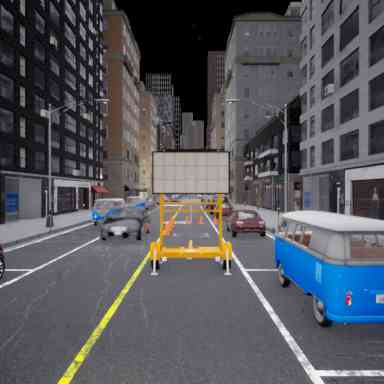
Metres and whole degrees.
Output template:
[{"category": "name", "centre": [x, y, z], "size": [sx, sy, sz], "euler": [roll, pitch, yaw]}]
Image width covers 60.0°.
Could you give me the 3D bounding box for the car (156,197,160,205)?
[{"category": "car", "centre": [-5.797, 1.585, 45.241], "size": [1.802, 1.307, 4.206], "euler": [0, 0, 0]}]

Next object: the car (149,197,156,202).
[{"category": "car", "centre": [-5.781, 1.568, 39.739], "size": [1.947, 1.339, 4.313], "euler": [0, 0, 0]}]

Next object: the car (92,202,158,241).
[{"category": "car", "centre": [-3.146, 1.491, 16.594], "size": [2.128, 1.511, 4.902], "euler": [0, 0, 0]}]

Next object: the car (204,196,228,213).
[{"category": "car", "centre": [2.759, 1.316, 34.262], "size": [2.192, 1.841, 5.009], "euler": [0, 0, 0]}]

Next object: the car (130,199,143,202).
[{"category": "car", "centre": [-5.750, 1.551, 28.736], "size": [2.008, 1.369, 4.403], "euler": [0, 0, 0]}]

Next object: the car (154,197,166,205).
[{"category": "car", "centre": [-5.844, 1.592, 61.744], "size": [1.802, 1.307, 4.206], "euler": [0, 0, 0]}]

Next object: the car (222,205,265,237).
[{"category": "car", "centre": [2.806, 1.581, 17.758], "size": [1.802, 1.307, 4.206], "euler": [0, 0, 0]}]

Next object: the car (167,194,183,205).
[{"category": "car", "centre": [-3.165, 1.573, 58.928], "size": [1.994, 1.385, 4.181], "euler": [0, 0, 0]}]

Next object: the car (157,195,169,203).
[{"category": "car", "centre": [-5.860, 1.452, 67.246], "size": [1.967, 1.590, 4.097], "euler": [0, 0, 0]}]

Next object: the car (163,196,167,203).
[{"category": "car", "centre": [-5.828, 1.573, 56.243], "size": [1.947, 1.339, 4.313], "euler": [0, 0, 0]}]

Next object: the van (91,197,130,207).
[{"category": "van", "centre": [-5.735, 1.341, 23.236], "size": [1.690, 1.788, 3.998], "euler": [0, 0, 0]}]

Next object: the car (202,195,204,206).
[{"category": "car", "centre": [2.728, 1.443, 45.265], "size": [1.967, 1.590, 4.097], "euler": [0, 0, 0]}]

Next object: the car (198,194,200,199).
[{"category": "car", "centre": [2.666, 1.578, 67.270], "size": [1.947, 1.339, 4.313], "euler": [0, 0, 0]}]

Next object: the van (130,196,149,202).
[{"category": "van", "centre": [-5.766, 1.342, 34.238], "size": [1.690, 1.788, 3.998], "euler": [0, 0, 0]}]

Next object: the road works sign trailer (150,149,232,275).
[{"category": "road works sign trailer", "centre": [-0.029, 0.464, 10.425], "size": [2.380, 3.560, 2.880], "euler": [0, 0, 0]}]

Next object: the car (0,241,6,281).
[{"category": "car", "centre": [-5.688, 1.440, 6.731], "size": [1.967, 1.590, 4.097], "euler": [0, 0, 0]}]

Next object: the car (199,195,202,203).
[{"category": "car", "centre": [2.697, 1.558, 56.267], "size": [2.008, 1.369, 4.403], "euler": [0, 0, 0]}]

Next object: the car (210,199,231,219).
[{"category": "car", "centre": [2.775, 1.582, 28.760], "size": [1.802, 1.307, 4.206], "euler": [0, 0, 0]}]

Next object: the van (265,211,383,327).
[{"category": "van", "centre": [2.837, 1.341, 6.755], "size": [1.690, 1.788, 3.998], "euler": [0, 0, 0]}]
